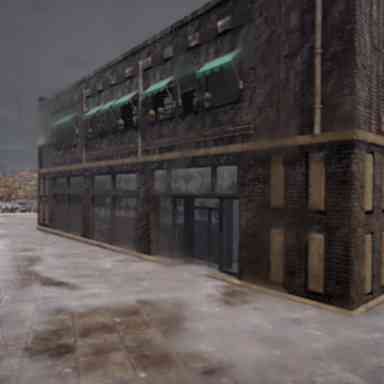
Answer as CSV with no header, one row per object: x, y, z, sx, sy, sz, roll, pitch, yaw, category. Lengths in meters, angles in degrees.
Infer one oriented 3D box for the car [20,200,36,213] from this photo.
-25.591,2.347,47.994,4.792,1.488,2.163,1,-2,19,car

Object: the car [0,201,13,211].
-35.108,2.466,59.969,5.366,1.575,1.946,1,-2,19,car

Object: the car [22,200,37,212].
-24.731,2.452,50.644,4.792,1.488,2.163,1,-2,19,car

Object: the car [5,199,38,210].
-33.473,2.369,65.311,5.566,2.045,2.435,1,-1,19,car

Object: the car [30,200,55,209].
-31.644,2.615,70.579,4.553,1.767,2.185,1,-1,19,car

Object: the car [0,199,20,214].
-26.501,2.077,45.368,4.553,1.767,2.185,1,-2,19,car
